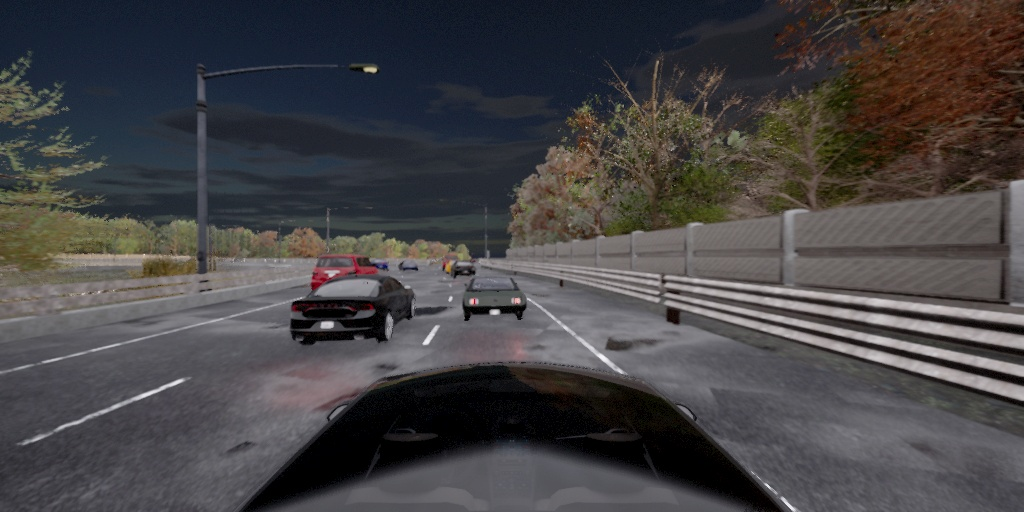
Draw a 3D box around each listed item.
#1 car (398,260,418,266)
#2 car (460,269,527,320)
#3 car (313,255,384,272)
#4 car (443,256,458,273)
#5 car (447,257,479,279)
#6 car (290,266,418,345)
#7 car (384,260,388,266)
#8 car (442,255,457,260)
[{"bbox_3d":[-13.672,1.210,47.143,1.994,1.385,4.181,0,0,-26],"label":"car"},{"bbox_3d":[-0.720,1.314,12.437,1.895,1.301,4.718,0,0,-6],"label":"car"},{"bbox_3d":[-8.497,0.948,18.740,2.150,2.045,5.566,0,0,-9],"label":"car"},{"bbox_3d":[-6.019,1.120,38.364,1.882,1.535,5.008,0,0,-14],"label":"car"},{"bbox_3d":[-4.406,1.136,31.974,1.882,1.535,5.008,0,0,-14],"label":"car"},{"bbox_3d":[-3.894,1.216,9.619,1.882,1.535,5.008,0,0,-5],"label":"car"},{"bbox_3d":[-17.231,1.142,46.478,1.882,1.535,5.008,0,0,-26],"label":"car"},{"bbox_3d":[-7.945,0.844,46.889,2.150,2.045,5.566,0,1,-10],"label":"car"}]
